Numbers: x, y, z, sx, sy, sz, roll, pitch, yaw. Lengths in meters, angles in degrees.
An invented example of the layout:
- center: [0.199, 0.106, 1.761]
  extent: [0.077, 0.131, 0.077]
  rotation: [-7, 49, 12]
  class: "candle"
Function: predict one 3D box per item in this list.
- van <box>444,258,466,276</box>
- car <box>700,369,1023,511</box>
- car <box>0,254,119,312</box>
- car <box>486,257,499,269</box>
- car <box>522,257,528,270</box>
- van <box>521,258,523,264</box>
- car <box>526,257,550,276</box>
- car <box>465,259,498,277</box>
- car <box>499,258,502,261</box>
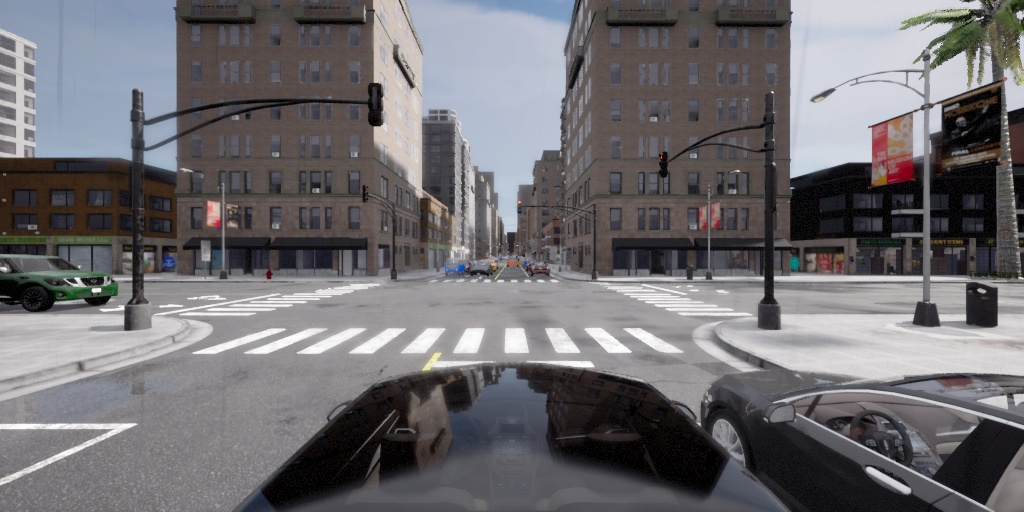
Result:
- center: [-5.783, 1.093, 36.431]
  extent: [1.690, 1.789, 3.998]
  rotation: [0, 0, 0]
  class: "van"
- center: [2.668, 1.300, 1.763]
  extent: [2.007, 1.370, 4.403]
  rotation: [0, 0, 0]
  class: "car"
- center: [-18.522, 0.949, 13.578]
  extent: [5.566, 2.045, 2.150]
  rotation: [0, 0, 0]
  class: "car"
- center: [-3.001, 1.231, 46.323]
  extent: [1.882, 1.535, 5.008]
  rotation: [0, 0, 0]
  class: "car"
- center: [2.771, 1.193, 47.751]
  extent: [1.967, 1.591, 4.097]
  rotation: [0, 0, 0]
  class: "car"
- center: [2.798, 1.093, 59.090]
  extent: [1.690, 1.789, 3.998]
  rotation: [0, 0, 0]
  class: "van"
- center: [2.743, 1.192, 36.413]
  extent: [1.967, 1.591, 4.097]
  rotation: [0, 0, 0]
  class: "car"
- center: [-2.997, 1.299, 36.621]
  extent: [2.033, 1.411, 5.357]
  rotation: [0, 0, 4]
  class: "car"
- center: [-2.969, 1.354, 56.241]
  extent: [1.895, 1.301, 4.718]
  rotation: [0, 0, 0]
  class: "car"
